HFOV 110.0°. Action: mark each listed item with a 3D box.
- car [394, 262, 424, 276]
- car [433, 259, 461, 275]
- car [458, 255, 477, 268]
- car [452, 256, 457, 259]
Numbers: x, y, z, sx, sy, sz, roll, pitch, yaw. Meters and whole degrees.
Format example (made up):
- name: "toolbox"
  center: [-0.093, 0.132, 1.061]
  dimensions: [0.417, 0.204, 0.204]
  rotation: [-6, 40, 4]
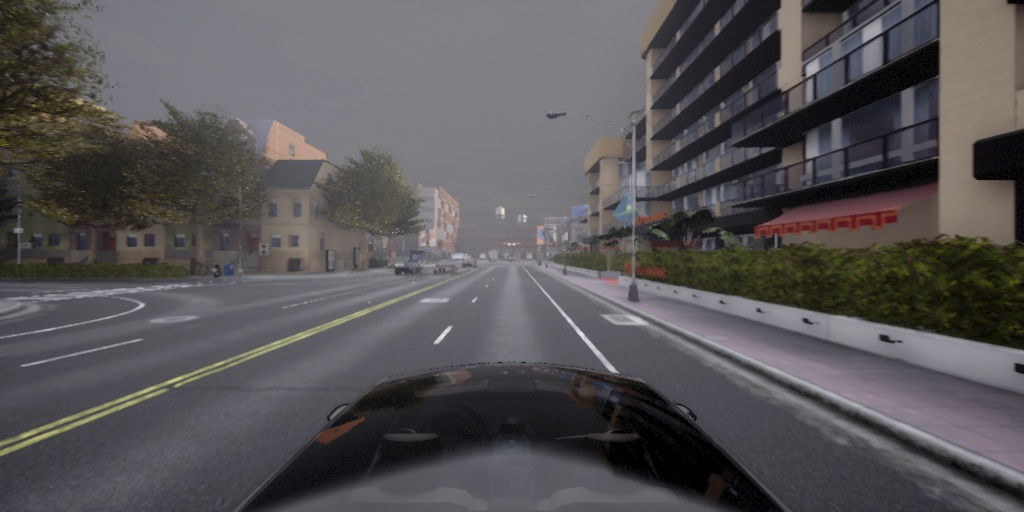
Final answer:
- name: "car"
  center: [-10.454, 1.312, 36.597]
  dimensions: [1.895, 1.301, 4.718]
  rotation: [0, 0, 0]
- name: "car"
  center: [-6.946, 1.287, 37.756]
  dimensions: [1.994, 1.385, 4.181]
  rotation: [0, 0, 0]
- name: "car"
  center: [-6.809, 1.073, 57.691]
  dimensions: [2.097, 1.767, 4.553]
  rotation: [0, 0, 1]
- name: "car"
  center: [-10.328, 1.201, 55.779]
  dimensions: [2.128, 1.511, 4.902]
  rotation: [0, 0, 1]
